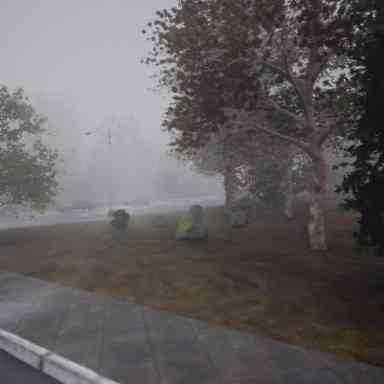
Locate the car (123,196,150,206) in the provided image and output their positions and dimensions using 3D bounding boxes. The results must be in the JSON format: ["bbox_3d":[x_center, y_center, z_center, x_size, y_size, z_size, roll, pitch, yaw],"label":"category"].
[{"bbox_3d":[-8.383,1.358,50.186,1.994,1.385,4.181,-1,2,39],"label":"car"}]

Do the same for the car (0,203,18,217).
[{"bbox_3d":[-20.900,1.919,34.662,1.837,1.490,4.892,-1,0,39],"label":"car"}]

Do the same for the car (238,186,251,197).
[{"bbox_3d":[10.625,-0.163,62.704,2.150,2.045,5.566,-1,2,35],"label":"car"}]

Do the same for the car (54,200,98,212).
[{"bbox_3d":[-14.664,1.736,42.406,2.033,1.411,5.357,-1,1,39],"label":"car"}]
